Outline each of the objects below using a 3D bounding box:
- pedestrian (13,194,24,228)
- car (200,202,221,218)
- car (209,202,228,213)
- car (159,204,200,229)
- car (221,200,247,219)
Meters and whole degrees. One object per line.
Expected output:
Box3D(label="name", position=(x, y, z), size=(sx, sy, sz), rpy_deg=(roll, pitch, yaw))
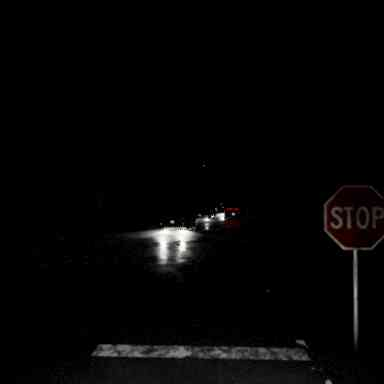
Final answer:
Box3D(label="pedestrian", position=(-9.659, 1.047, 18.391), size=(0.375, 1.860, 0.375), rpy_deg=(0, -4, 3))
Box3D(label="car", position=(1.345, 1.860, 34.280), size=(2.033, 1.411, 5.357), rpy_deg=(0, -1, 13))
Box3D(label="car", position=(3.642, 2.063, 44.308), size=(1.895, 1.301, 4.718), rpy_deg=(0, -1, 13))
Box3D(label="car", position=(-0.929, 1.713, 22.800), size=(1.994, 1.385, 4.181), rpy_deg=(0, -1, 9))
Box3D(label="car", position=(4.337, 1.790, 32.813), size=(1.837, 1.490, 4.892), rpy_deg=(0, -1, 13))
